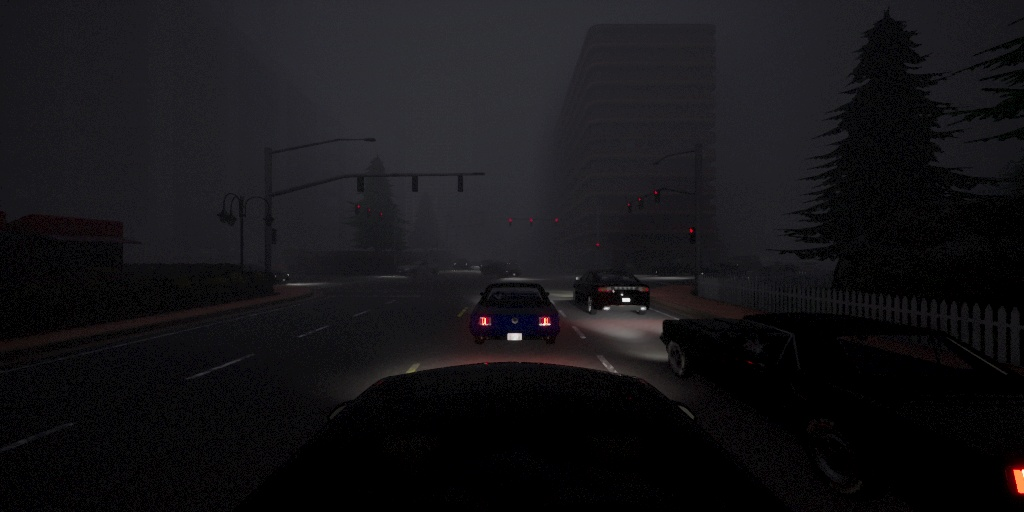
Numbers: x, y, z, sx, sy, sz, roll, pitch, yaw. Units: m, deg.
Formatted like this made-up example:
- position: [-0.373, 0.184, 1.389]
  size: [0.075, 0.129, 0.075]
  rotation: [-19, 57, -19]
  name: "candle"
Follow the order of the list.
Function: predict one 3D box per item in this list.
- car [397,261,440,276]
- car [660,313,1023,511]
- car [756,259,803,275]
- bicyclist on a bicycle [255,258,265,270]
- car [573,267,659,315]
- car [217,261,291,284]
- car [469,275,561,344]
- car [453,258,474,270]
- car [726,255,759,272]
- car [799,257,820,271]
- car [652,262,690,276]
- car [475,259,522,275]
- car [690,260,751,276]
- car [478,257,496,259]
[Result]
- position: [-9.586, 1.271, 37.118]
  size: [1.812, 1.442, 4.674]
  rotation: [1, 1, 37]
  name: "car"
- position: [3.600, 1.351, 4.386]
  size: [1.895, 1.301, 4.718]
  rotation: [0, 0, 0]
  name: "car"
- position: [27.911, 1.295, 37.402]
  size: [4.718, 1.301, 1.895]
  rotation: [0, 0, -31]
  name: "car"
- position: [-27.897, 0.996, 39.744]
  size: [0.582, 1.620, 1.656]
  rotation: [0, 0, 0]
  name: "bicyclist on a bicycle"
- position: [3.584, 1.228, 13.706]
  size: [1.882, 1.535, 5.008]
  rotation: [0, 0, 0]
  name: "car"
- position: [-18.150, 1.242, 24.335]
  size: [5.357, 1.411, 2.033]
  rotation: [0, 0, 0]
  name: "car"
- position: [0.072, 1.351, 9.500]
  size: [1.895, 1.301, 4.718]
  rotation: [0, 0, 0]
  name: "car"
- position: [-7.109, 1.102, 51.187]
  size: [2.097, 1.767, 4.553]
  rotation: [0, 0, 0]
  name: "car"
- position: [25.638, 0.915, 40.091]
  size: [5.566, 2.045, 2.150]
  rotation: [0, 0, -31]
  name: "car"
- position: [38.462, 0.913, 46.621]
  size: [2.150, 2.045, 5.566]
  rotation: [0, 0, 38]
  name: "car"
- position: [16.580, 1.295, 36.488]
  size: [4.718, 1.301, 1.895]
  rotation: [0, 0, -14]
  name: "car"
- position: [-1.159, 1.279, 34.049]
  size: [2.033, 1.411, 5.357]
  rotation: [0, 0, -31]
  name: "car"
- position: [19.562, 1.295, 33.639]
  size: [4.718, 1.301, 1.895]
  rotation: [0, 0, -18]
  name: "car"
- position: [-3.609, 1.254, 51.006]
  size: [1.837, 1.490, 4.892]
  rotation: [0, 0, 0]
  name: "car"
